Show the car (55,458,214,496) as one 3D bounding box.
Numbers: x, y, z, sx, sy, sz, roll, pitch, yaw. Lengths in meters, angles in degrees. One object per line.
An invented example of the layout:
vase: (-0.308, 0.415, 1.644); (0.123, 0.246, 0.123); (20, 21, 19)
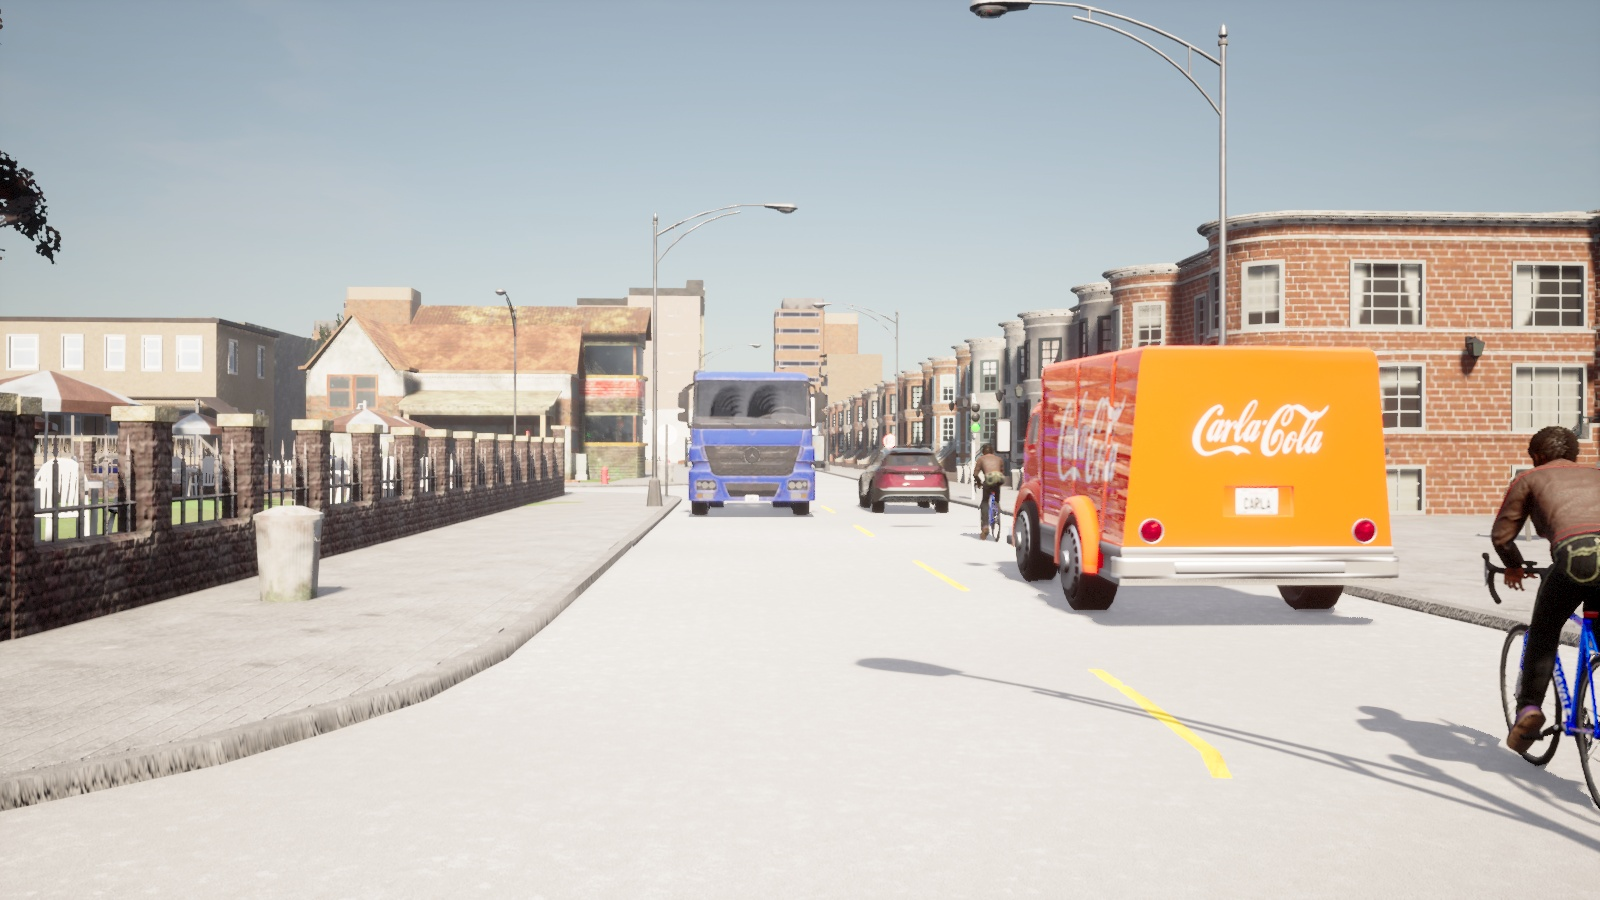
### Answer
car: (-23.872, 0.962, 45.169); (4.718, 1.301, 1.895); (0, 0, -3)

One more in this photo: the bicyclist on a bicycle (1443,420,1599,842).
bicyclist on a bicycle: (3.419, 0.702, 5.600); (0.582, 1.620, 1.656); (0, -1, 13)

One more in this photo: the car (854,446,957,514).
car: (2.648, 0.727, 32.672); (2.033, 1.649, 4.856); (0, 0, -3)

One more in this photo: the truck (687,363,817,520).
truck: (-1.271, -0.180, 31.820); (2.891, 3.462, 7.936); (0, 0, -3)

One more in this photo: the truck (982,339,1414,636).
truck: (3.712, 0.283, 13.089); (2.627, 2.467, 5.204); (0, 1, -3)

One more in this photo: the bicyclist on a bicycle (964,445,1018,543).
bicyclist on a bicycle: (3.244, 0.729, 21.452); (0.582, 1.620, 1.656); (0, -1, -3)
